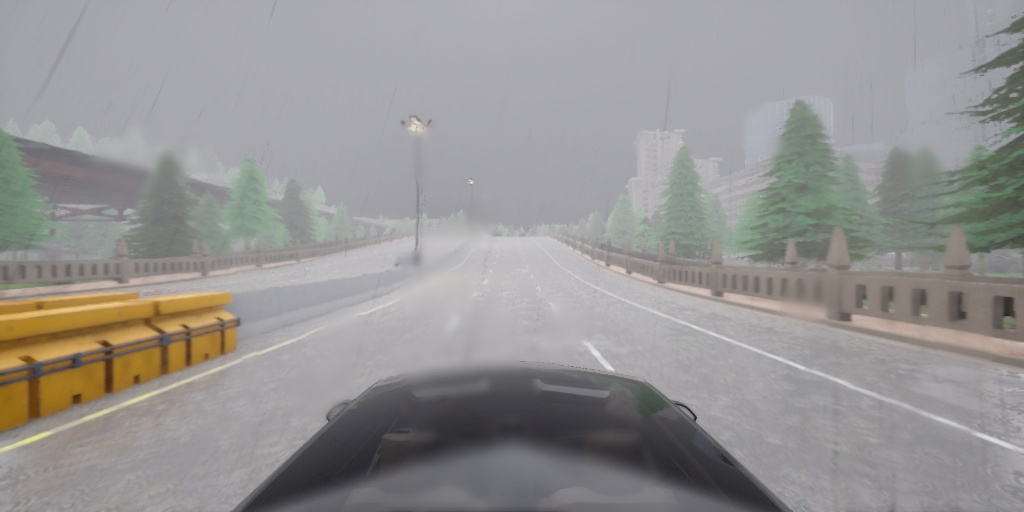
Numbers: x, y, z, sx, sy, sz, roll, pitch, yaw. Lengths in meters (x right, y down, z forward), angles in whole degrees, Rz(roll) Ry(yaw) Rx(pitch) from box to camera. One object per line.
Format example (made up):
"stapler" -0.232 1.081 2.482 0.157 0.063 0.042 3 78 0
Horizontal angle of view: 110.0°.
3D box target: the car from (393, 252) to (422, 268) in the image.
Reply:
"car" -10.660 0.388 37.043 1.812 1.442 4.674 0 6 0
